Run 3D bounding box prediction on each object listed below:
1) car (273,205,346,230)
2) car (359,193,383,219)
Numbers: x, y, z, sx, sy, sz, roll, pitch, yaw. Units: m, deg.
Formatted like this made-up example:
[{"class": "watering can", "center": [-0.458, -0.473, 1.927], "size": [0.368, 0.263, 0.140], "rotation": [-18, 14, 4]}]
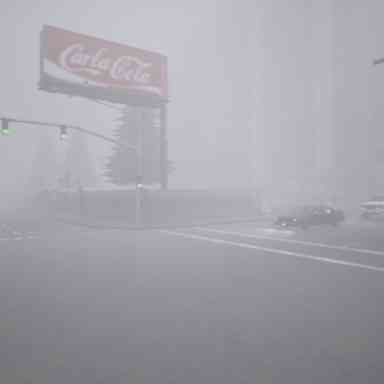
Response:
[{"class": "car", "center": [7.590, 1.521, 21.178], "size": [5.357, 1.411, 2.033], "rotation": [-1, 0, -35]}, {"class": "car", "center": [15.937, 1.114, 27.076], "size": [5.566, 2.045, 2.150], "rotation": [-1, 0, -35]}]
